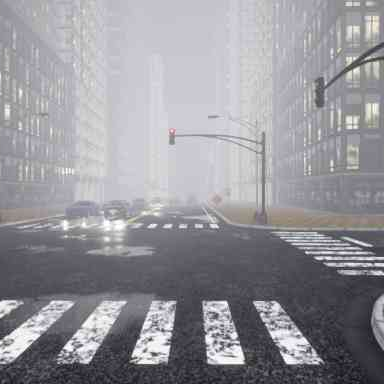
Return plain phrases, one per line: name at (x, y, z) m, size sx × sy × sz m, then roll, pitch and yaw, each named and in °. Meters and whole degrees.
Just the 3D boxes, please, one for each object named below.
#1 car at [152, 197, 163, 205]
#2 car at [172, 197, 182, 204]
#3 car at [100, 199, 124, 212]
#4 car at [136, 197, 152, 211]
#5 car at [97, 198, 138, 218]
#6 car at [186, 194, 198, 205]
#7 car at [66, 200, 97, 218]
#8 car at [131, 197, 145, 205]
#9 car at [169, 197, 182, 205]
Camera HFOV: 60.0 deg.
car at (-6.533, 1.635, 62.491) m, size 1.812 × 1.442 × 4.674 m, roll 0°, pitch 0°, yaw 0°
car at (-3.202, 1.703, 70.366) m, size 1.994 × 1.385 × 4.181 m, roll 0°, pitch 0°, yaw 0°
car at (-9.863, 1.610, 41.280) m, size 1.994 × 1.385 × 4.181 m, roll 0°, pitch 0°, yaw 0°
car at (-6.611, 1.526, 41.980) m, size 1.882 × 1.535 × 5.008 m, roll 0°, pitch 0°, yaw 0°
car at (-6.609, 1.517, 30.160) m, size 2.128 × 1.511 × 4.902 m, roll 0°, pitch 0°, yaw 0°
car at (-0.016, 1.606, 60.194) m, size 1.837 × 1.490 × 4.892 m, roll 0°, pitch 0°, yaw 0°
car at (-9.862, 1.503, 30.408) m, size 1.882 × 1.535 × 5.008 m, roll 0°, pitch 0°, yaw 0°
car at (-9.800, 1.667, 60.727) m, size 1.994 × 1.385 × 4.181 m, roll 0°, pitch 0°, yaw 0°
car at (-3.168, 1.592, 60.038) m, size 2.128 × 1.511 × 4.902 m, roll 0°, pitch 0°, yaw 0°
